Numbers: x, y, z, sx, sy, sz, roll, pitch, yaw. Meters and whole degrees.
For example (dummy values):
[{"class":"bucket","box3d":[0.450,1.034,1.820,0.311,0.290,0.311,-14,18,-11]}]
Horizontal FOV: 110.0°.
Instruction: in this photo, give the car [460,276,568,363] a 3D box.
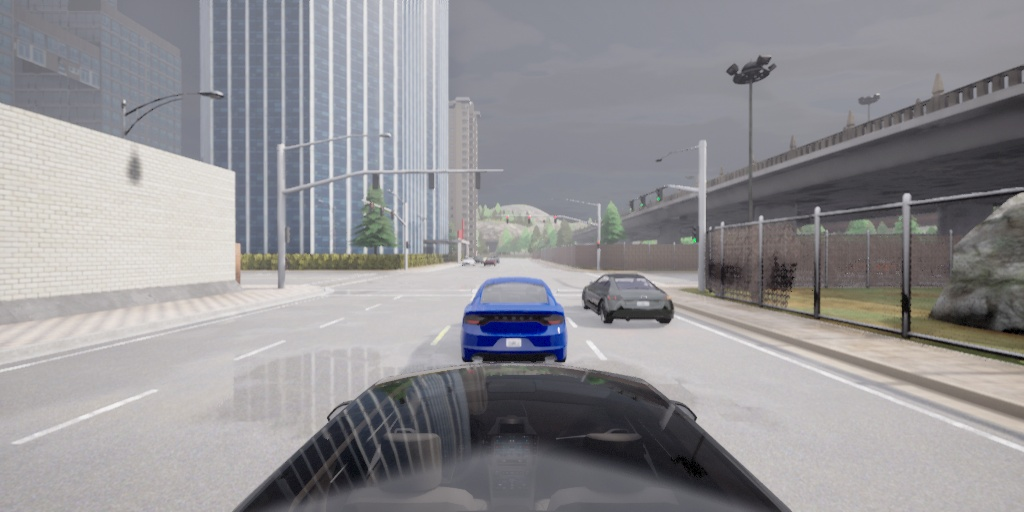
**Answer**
[{"class":"car","box3d":[0.053,1.190,8.088,1.882,1.535,5.008,0,0,1]}]

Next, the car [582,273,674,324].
[{"class":"car","box3d":[3.574,1.255,11.749,1.994,1.385,4.181,0,0,0]}]

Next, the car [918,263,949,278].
[{"class":"car","box3d":[39.707,1.176,32.051,5.357,1.411,2.033,0,0,0]}]

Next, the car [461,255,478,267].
[{"class":"car","box3d":[-7.057,0.945,58.401,1.812,1.442,4.674,0,0,0]}]

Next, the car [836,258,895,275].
[{"class":"car","box3d":[34.999,0.960,35.547,4.553,1.767,2.097,0,0,0]}]

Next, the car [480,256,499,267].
[{"class":"car","box3d":[-3.561,1.023,57.869,1.895,1.301,4.718,0,0,0]}]

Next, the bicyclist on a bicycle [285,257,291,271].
[{"class":"bicyclist on a bicycle","box3d":[-25.301,0.882,40.209,0.582,1.620,1.656,0,1,0]}]
